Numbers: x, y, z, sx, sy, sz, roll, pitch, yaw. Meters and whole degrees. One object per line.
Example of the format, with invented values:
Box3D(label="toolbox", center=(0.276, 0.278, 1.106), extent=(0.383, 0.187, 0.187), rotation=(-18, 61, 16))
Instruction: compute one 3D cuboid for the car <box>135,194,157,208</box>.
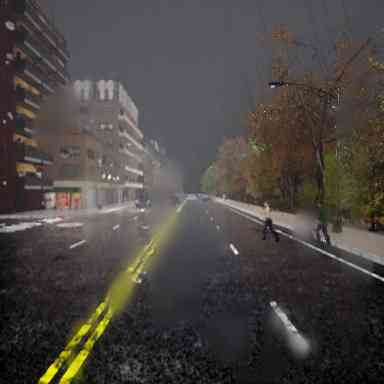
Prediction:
Box3D(label="car", center=(-6.578, 1.267, 46.564), extent=(2.097, 1.767, 4.553), rotation=(0, 0, 0))

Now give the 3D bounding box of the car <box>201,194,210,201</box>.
Box3D(label="car", center=(3.266, 1.320, 80.210), extent=(2.033, 1.411, 5.357), rotation=(0, 0, 0))

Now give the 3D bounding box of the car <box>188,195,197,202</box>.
Box3D(label="car", center=(0.014, 1.470, 70.241), extent=(1.895, 1.301, 4.718), rotation=(0, 0, 0))

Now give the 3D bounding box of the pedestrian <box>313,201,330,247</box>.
Box3D(label="pedestrian", center=(5.243, 1.268, 13.465), extent=(0.375, 1.860, 0.375), rotation=(0, 0, 0))

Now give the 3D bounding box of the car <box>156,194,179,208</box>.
Box3D(label="car", center=(-3.330, 1.408, 46.574), extent=(2.128, 1.511, 4.902), rotation=(0, 0, 0))

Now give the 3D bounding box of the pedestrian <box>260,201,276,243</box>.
Box3D(label="pedestrian", center=(3.352, 1.266, 14.664), extent=(0.375, 1.860, 0.375), rotation=(0, 0, 0))

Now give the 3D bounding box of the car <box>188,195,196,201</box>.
Box3D(label="car", center=(0.016, 1.375, 80.241), extent=(1.895, 1.301, 4.718), rotation=(0, 0, 0))

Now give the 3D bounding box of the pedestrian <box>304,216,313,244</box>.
Box3D(label="pedestrian", center=(5.020, 1.547, 14.065), extent=(0.375, 1.300, 0.375), rotation=(0, 0, 0))

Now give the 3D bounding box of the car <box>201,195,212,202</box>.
Box3D(label="car", center=(3.264, 1.470, 70.241), extent=(1.895, 1.301, 4.718), rotation=(0, 0, 0))
